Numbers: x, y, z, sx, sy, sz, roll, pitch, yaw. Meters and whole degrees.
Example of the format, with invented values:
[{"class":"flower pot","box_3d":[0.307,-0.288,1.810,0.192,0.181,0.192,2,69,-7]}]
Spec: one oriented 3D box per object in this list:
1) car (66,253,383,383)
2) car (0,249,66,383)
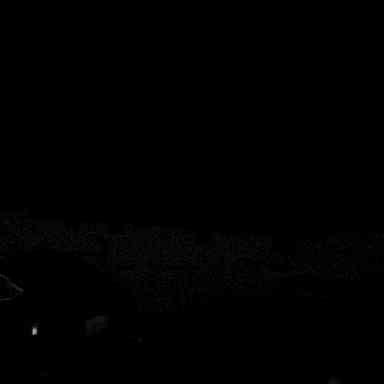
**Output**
[{"class":"car","box_3d":[1.803,1.315,1.794,5.009,1.841,2.192,0,0,36]},{"class":"car","box_3d":[-2.789,1.565,5.070,4.313,1.339,1.947,0,0,36]}]
